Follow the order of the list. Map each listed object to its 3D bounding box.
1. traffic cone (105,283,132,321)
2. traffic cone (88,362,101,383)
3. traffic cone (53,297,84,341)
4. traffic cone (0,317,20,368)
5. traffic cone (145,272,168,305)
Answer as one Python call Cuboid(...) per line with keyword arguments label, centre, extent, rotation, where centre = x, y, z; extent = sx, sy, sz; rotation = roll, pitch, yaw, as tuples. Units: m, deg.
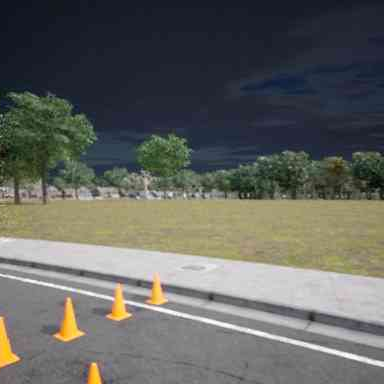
Cuboid(label="traffic cone", centre=(-1.336, 1.954, 6.028), extent=(0.340, 0.580, 0.340), rotation=(0, 0, 37))
Cuboid(label="traffic cone", centre=(-0.951, 1.956, 3.226), extent=(0.340, 0.580, 0.340), rotation=(0, 0, 37))
Cuboid(label="traffic cone", centre=(-1.940, 1.959, 5.231), extent=(0.340, 0.580, 0.340), rotation=(0, 0, 37))
Cuboid(label="traffic cone", centre=(-2.544, 1.963, 4.434), extent=(0.340, 0.580, 0.340), rotation=(0, 0, 37))
Cuboid(label="traffic cone", centre=(-0.732, 1.950, 6.825), extent=(0.340, 0.580, 0.340), rotation=(0, 0, 37))
